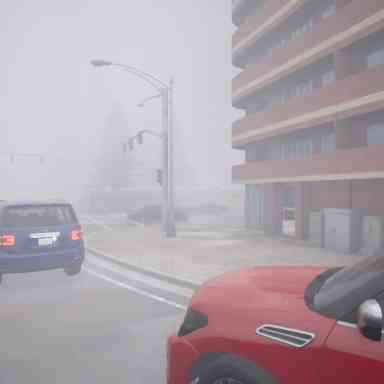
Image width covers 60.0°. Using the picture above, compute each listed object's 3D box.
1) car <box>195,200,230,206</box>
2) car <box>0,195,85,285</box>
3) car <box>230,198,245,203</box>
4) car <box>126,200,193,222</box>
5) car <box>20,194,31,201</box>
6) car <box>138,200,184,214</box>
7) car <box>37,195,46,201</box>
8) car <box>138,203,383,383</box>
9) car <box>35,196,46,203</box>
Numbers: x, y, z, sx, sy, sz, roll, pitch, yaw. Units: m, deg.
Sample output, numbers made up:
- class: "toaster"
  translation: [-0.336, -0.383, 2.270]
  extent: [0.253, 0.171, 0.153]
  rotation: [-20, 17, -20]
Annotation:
- class: "car"
  translation: [1.115, 1.656, 34.215]
  extent: [4.718, 1.301, 1.895]
  rotation: [0, 0, -23]
- class: "car"
  translation: [-4.917, 1.221, 9.767]
  extent: [2.150, 2.045, 5.566]
  rotation: [0, 0, -36]
- class: "car"
  translation: [5.178, 1.533, 39.703]
  extent: [5.008, 1.535, 1.882]
  rotation: [0, 0, -23]
- class: "car"
  translation: [-2.557, 1.583, 24.895]
  extent: [4.674, 1.442, 1.812]
  rotation: [0, 0, -23]
- class: "car"
  translation: [-40.482, 1.355, 80.970]
  extent: [2.097, 1.767, 4.553]
  rotation: [0, 0, -23]
- class: "car"
  translation: [-3.344, 1.581, 36.126]
  extent: [4.674, 1.442, 1.812]
  rotation: [0, 0, -23]
- class: "car"
  translation: [-37.309, 1.478, 82.452]
  extent: [1.882, 1.535, 5.008]
  rotation: [0, 0, -23]
- class: "car"
  translation: [2.392, 1.221, 2.420]
  extent: [5.566, 2.045, 2.150]
  rotation: [0, 0, 36]
- class: "car"
  translation: [-33.275, 1.540, 72.982]
  extent: [2.033, 1.411, 5.357]
  rotation: [0, 0, -23]
